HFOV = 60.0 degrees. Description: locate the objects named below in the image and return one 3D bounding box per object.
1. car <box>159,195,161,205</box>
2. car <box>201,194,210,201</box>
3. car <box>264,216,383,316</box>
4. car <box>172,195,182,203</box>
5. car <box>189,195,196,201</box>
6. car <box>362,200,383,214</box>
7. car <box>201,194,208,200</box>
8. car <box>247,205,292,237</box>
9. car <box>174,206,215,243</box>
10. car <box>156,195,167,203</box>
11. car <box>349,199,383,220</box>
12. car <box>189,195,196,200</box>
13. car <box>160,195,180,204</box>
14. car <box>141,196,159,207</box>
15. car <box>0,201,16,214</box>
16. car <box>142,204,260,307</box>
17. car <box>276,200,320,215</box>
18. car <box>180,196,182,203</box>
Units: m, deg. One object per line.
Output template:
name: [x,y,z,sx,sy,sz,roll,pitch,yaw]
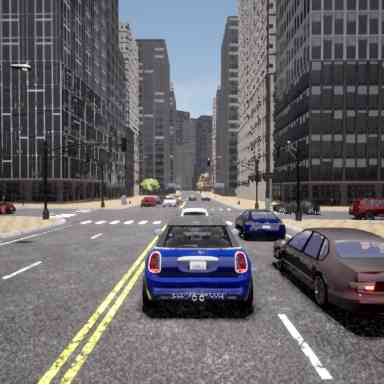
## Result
car: [-6.477,1.497,59.952,2.033,1.411,5.357,0,0,0]
car: [3.383,1.509,80.036,1.895,1.301,4.718,0,0,0]
car: [3.362,1.543,7.791,2.033,1.411,5.357,0,0,0]
car: [-3.135,1.415,69.682,1.882,1.535,5.008,0,0,0]
car: [0.132,1.447,79.797,2.128,1.511,4.902,0,0,0]
car: [21.871,1.640,37.057,4.829,1.417,1.752,1,0,1]
car: [3.399,1.262,90.008,1.812,1.442,4.674,0,0,0]
car: [3.376,1.554,17.030,1.994,1.385,4.181,0,0,0]
car: [0.127,1.516,16.988,1.812,1.442,4.674,0,0,0]
car: [-6.385,1.414,70.322,1.882,1.535,5.008,0,0,0]
car: [16.249,1.517,28.780,5.009,1.841,2.192,1,0,1]
car: [0.149,1.445,90.016,2.033,1.411,5.357,0,0,0]
car: [-3.259,1.488,49.776,1.812,1.442,4.674,0,0,0]
car: [-6.508,1.439,50.025,1.882,1.535,5.008,0,0,0]
car: [-19.340,1.407,32.012,4.181,1.385,1.994,1,1,1]
car: [0.113,1.348,8.131,2.097,1.767,4.553,0,0,0]
car: [10.853,1.562,34.873,4.892,1.490,1.837,1,1,4]
car: [-3.228,1.498,59.467,2.033,1.411,5.357,0,0,0]
